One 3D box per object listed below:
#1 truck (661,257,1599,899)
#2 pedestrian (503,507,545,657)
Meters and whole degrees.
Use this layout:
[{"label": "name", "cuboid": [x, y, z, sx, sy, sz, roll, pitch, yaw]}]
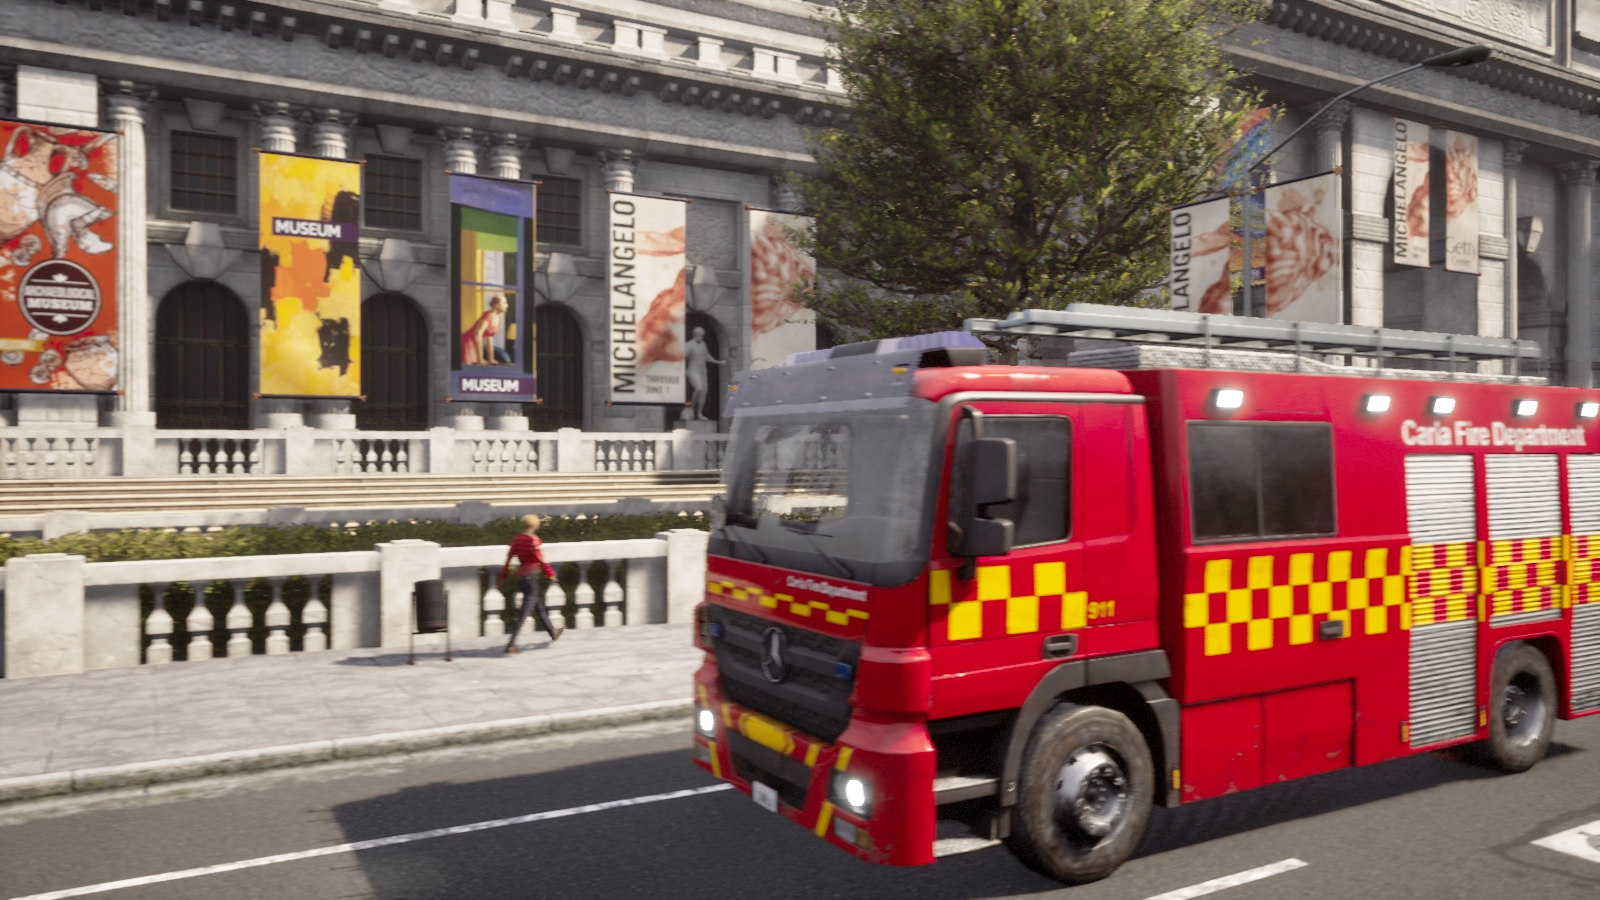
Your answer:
[{"label": "truck", "cuboid": [3.351, 0.877, 9.452, 8.468, 3.827, 2.891, 0, 0, -30]}, {"label": "pedestrian", "cuboid": [-3.553, 1.683, 14.703, 0.375, 1.860, 0.375, 0, 0, 36]}]
